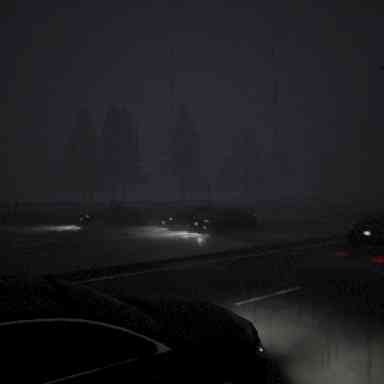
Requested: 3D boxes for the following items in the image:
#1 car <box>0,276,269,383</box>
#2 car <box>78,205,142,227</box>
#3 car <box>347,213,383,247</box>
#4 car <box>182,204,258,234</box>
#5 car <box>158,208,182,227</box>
[{"bbox_3d":[-1.462,1.506,2.701,4.892,1.490,1.837,0,0,-36],"label":"car"},{"bbox_3d":[-5.554,1.566,22.733,4.181,1.385,1.994,0,0,-35],"label":"car"},{"bbox_3d":[8.417,1.566,14.052,4.181,1.385,1.994,0,0,-36],"label":"car"},{"bbox_3d":[1.875,1.567,19.410,4.181,1.385,1.994,0,0,-35],"label":"car"},{"bbox_3d":[0.369,1.550,22.627,5.357,1.411,2.033,0,0,-35],"label":"car"}]
